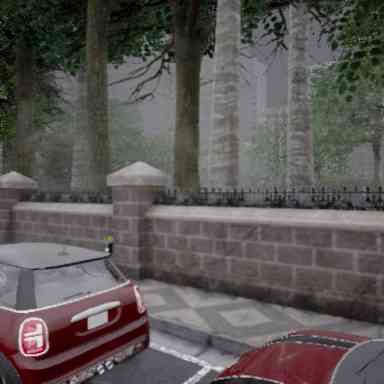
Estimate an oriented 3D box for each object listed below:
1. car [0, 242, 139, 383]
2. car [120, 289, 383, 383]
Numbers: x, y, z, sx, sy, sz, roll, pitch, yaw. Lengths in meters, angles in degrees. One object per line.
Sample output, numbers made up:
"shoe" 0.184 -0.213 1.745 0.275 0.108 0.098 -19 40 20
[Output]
"car" -2.628 1.461 4.842 4.097 1.590 1.967 0 0 36
"car" 1.813 1.438 1.671 4.097 1.590 1.967 0 0 36
